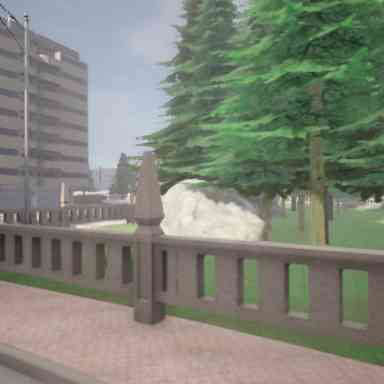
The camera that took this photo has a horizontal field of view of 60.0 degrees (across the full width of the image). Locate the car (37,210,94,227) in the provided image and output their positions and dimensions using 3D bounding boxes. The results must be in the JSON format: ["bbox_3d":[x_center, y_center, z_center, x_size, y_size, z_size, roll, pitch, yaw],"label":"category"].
[{"bbox_3d":[-9.542,1.817,25.514,1.895,1.301,4.718,-1,0,29],"label":"car"}]
